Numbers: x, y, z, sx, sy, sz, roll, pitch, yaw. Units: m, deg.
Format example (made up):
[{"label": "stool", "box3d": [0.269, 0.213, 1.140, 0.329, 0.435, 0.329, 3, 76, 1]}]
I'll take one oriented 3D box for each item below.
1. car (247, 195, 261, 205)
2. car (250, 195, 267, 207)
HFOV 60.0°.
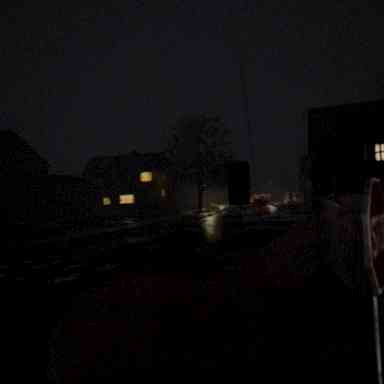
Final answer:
[{"label": "car", "box3d": [10.939, 1.299, 58.533, 1.882, 1.535, 5.008, -3, 0, 5]}, {"label": "car", "box3d": [9.779, 1.309, 48.388, 2.128, 1.511, 4.902, -3, 0, 9]}]
